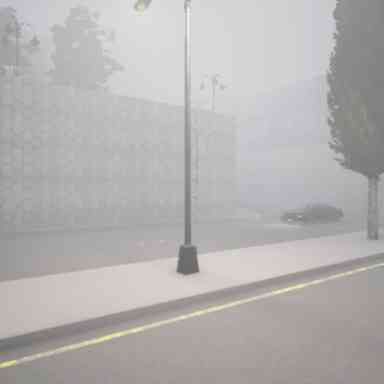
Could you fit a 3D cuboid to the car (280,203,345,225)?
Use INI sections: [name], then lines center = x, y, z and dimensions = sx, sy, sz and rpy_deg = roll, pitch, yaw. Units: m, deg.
[car]
center = 8.744, 1.486, 23.814
dimensions = 5.357, 1.411, 2.033
rpy_deg = 0, 0, -34
